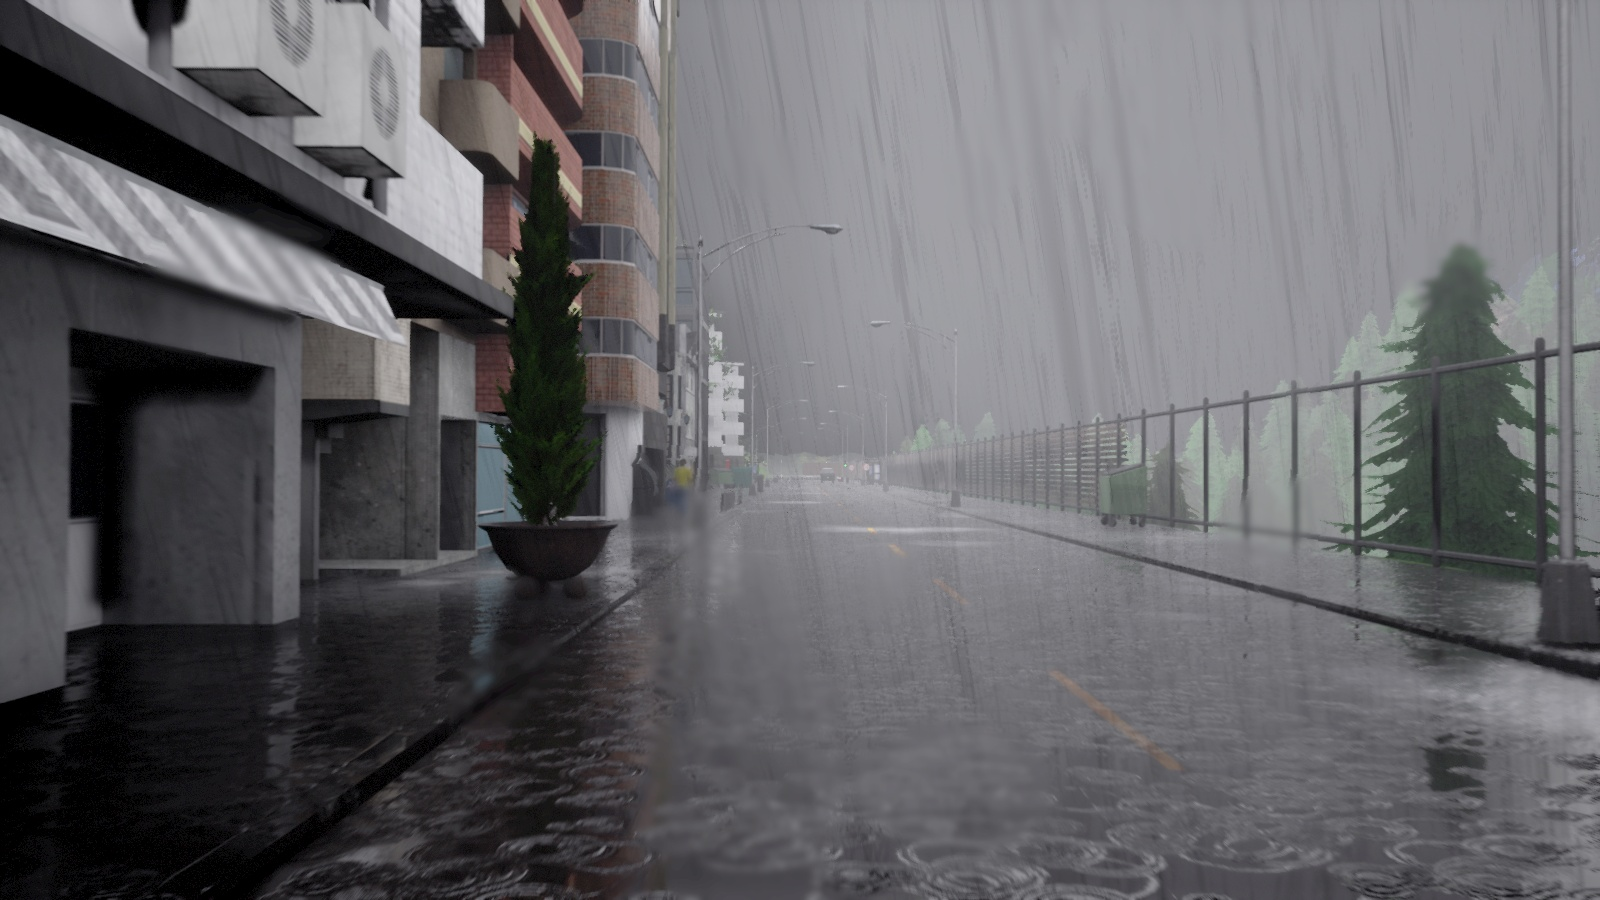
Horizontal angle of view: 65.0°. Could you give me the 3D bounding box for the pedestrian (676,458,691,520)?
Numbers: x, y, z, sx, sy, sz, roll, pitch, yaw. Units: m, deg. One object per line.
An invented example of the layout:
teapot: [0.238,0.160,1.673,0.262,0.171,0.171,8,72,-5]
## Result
pedestrian: [-3.490,1.170,37.714,0.354,1.836,0.706,0,-1,1]
